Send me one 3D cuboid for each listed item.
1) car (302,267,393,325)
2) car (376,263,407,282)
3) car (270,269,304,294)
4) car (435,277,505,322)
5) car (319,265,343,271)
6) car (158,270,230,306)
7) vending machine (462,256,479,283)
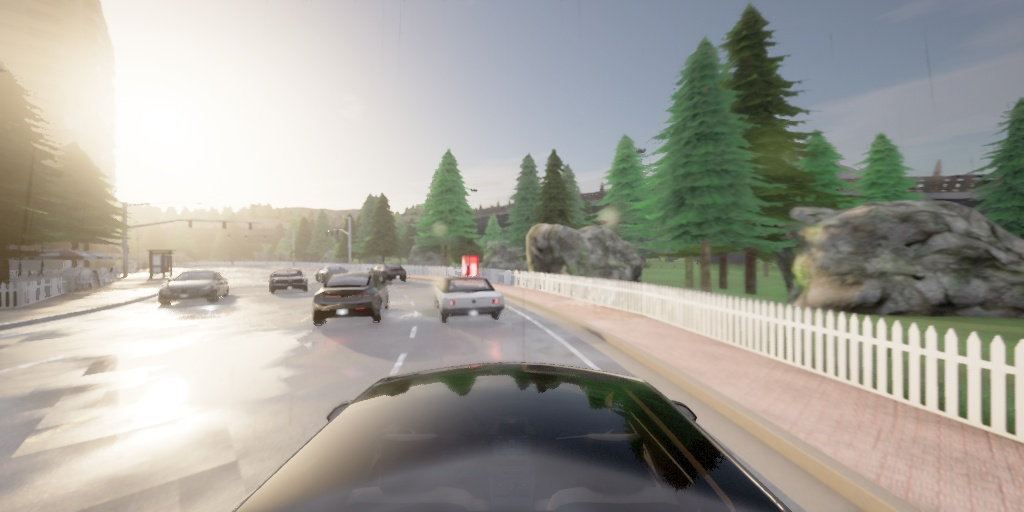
[{"bbox_3d":[-5.269,1.299,12.166,1.837,1.490,4.892,0,0,-15],"label":"car"},{"bbox_3d":[-10.075,1.340,28.909,1.837,1.490,4.892,0,0,-38],"label":"car"},{"bbox_3d":[-13.486,1.467,21.639,1.895,1.301,4.718,0,0,-34],"label":"car"},{"bbox_3d":[-1.671,1.364,12.509,1.895,1.301,4.718,0,0,-15],"label":"car"},{"bbox_3d":[-14.121,1.435,28.387,1.994,1.385,4.181,0,0,-39],"label":"car"},{"bbox_3d":[-14.815,1.405,16.988,1.812,1.442,4.674,0,0,-29],"label":"car"},{"bbox_3d":[-2.983,0.968,25.869,1.100,2.100,0.880,0,0,-31],"label":"vending machine"}]
